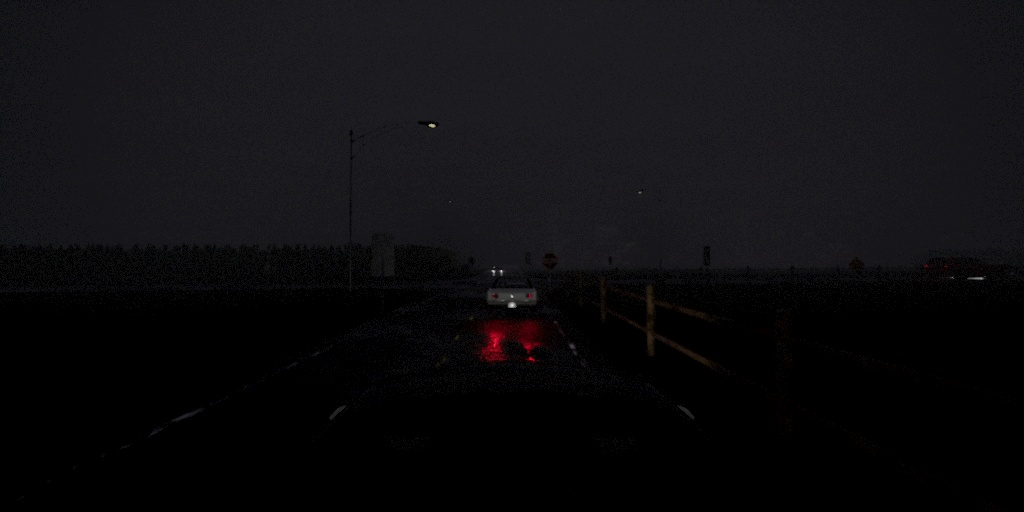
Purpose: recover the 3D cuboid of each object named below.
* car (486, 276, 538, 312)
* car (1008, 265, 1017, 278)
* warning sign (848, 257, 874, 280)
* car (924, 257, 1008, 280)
[{"bbox_3d":[0.024,1.498,15.090,1.895,1.301,4.718,0,-1,1],"label":"car"},{"bbox_3d":[47.693,1.403,36.046,4.892,1.490,1.837,0,-1,-4],"label":"car"},{"bbox_3d":[28.089,0.998,29.169,1.060,1.860,1.300,0,0,-5],"label":"warning sign"},{"bbox_3d":[40.999,1.099,32.707,5.566,2.045,2.150,-1,-1,-5],"label":"car"}]
